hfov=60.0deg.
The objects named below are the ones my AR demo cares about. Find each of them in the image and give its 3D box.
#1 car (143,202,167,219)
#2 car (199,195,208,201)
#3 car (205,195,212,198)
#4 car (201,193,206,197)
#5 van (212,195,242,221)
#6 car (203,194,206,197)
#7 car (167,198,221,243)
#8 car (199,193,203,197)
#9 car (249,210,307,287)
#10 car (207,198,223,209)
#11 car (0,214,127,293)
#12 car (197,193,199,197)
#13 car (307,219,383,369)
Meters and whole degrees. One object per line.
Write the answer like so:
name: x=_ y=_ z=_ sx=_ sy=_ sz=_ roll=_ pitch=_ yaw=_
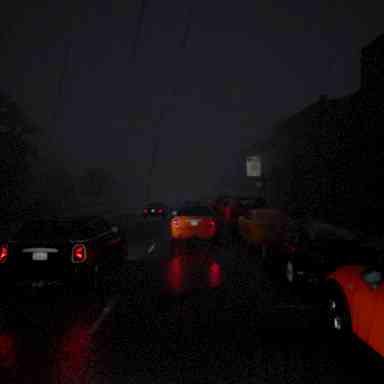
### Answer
car: x=-3.155 y=1.591 z=29.482 sx=2.033 sy=1.411 sz=5.357 roll=0 pitch=0 yaw=0
car: x=3.195 y=1.617 z=92.049 sx=2.231 sy=1.521 sz=4.892 roll=0 pitch=0 yaw=0
car: x=3.218 y=1.417 z=42.421 sx=2.185 sy=1.767 sz=4.553 roll=0 pitch=0 yaw=0
car: x=3.213 y=1.573 z=64.613 sx=1.946 sy=1.575 sz=5.366 roll=0 pitch=0 yaw=0
van: x=3.220 y=1.301 z=31.519 sx=1.878 sy=1.987 sz=4.442 roll=0 pitch=0 yaw=0
car: x=3.215 y=1.560 z=53.371 sx=2.231 sy=1.521 sz=4.892 roll=0 pitch=0 yaw=0
car: x=0.096 y=1.377 z=16.439 sx=2.097 sy=1.767 sz=4.553 roll=0 pitch=0 yaw=0
car: x=3.214 y=1.458 z=69.922 sx=2.185 sy=1.767 sz=4.553 roll=0 pitch=0 yaw=0
car: x=3.224 y=1.495 z=9.296 sx=2.231 sy=1.521 sz=4.892 roll=0 pitch=0 yaw=0
car: x=3.217 y=1.591 z=47.850 sx=2.002 sy=1.452 sz=4.674 roll=0 pitch=0 yaw=0
car: x=-3.154 y=1.364 z=9.033 sx=2.097 sy=1.767 sz=4.553 roll=0 pitch=0 yaw=0
car: x=3.198 y=1.609 z=86.523 sx=2.231 sy=1.521 sz=4.892 roll=0 pitch=0 yaw=0
car: x=3.225 y=1.360 z=3.746 sx=2.185 sy=1.767 sz=4.553 roll=0 pitch=0 yaw=0
